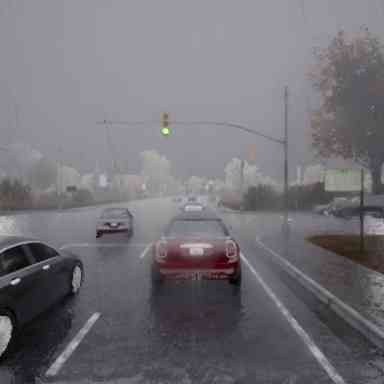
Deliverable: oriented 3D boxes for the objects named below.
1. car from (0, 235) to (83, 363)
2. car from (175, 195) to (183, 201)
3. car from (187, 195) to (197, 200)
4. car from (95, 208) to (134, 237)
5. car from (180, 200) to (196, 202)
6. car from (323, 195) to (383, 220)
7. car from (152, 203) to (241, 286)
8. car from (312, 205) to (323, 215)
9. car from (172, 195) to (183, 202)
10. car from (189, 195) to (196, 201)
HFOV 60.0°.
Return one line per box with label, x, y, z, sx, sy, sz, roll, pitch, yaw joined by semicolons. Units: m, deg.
car;-3.399;1.511;5.716;1.837;1.490;4.892;0;0;0
car;-3.432;1.487;86.992;1.994;1.385;4.181;0;0;1
car;0.025;1.574;76.645;1.837;1.490;4.892;0;0;0
car;-4.147;1.565;18.053;2.033;1.411;5.357;0;0;-11
car;0.108;1.549;24.194;1.812;1.442;4.674;0;0;0
car;14.474;1.248;28.064;5.566;2.045;2.150;0;0;3
car;0.103;1.361;9.627;2.097;1.767;4.553;0;0;0
car;13.996;1.535;31.598;4.892;1.490;1.837;0;0;3
car;-3.474;1.619;76.966;1.994;1.385;4.181;0;0;0
car;0.069;1.608;86.999;1.812;1.442;4.674;0;0;1
